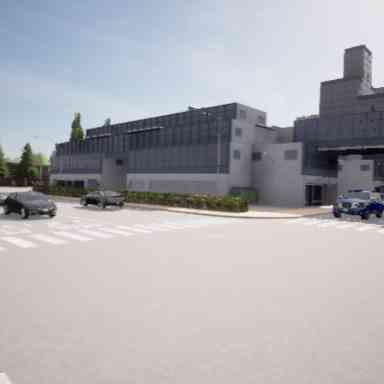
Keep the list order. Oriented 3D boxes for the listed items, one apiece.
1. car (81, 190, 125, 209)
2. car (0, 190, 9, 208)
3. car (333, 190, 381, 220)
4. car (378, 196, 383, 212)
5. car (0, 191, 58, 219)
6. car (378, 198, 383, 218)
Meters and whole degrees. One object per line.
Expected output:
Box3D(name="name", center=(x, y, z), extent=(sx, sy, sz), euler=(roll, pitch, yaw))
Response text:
Box3D(name="car", center=(-7.583, 0.600, 28.061), extent=(4.902, 1.511, 2.128), euler=(3, 2, 44))
Box3D(name="car", center=(-16.486, 0.493, 26.687), extent=(4.181, 1.385, 1.994), euler=(3, 2, 44))
Box3D(name="car", center=(12.497, 0.895, 24.792), extent=(2.150, 2.045, 5.566), euler=(3, 2, 44))
Box3D(name="car", center=(20.144, 1.178, 32.953), extent=(1.812, 1.442, 4.674), euler=(3, 2, 43))
Box3D(name="car", center=(-10.033, 0.743, 20.545), extent=(4.892, 1.490, 1.837), euler=(3, 2, 43))
Box3D(name="car", center=(13.502, 1.277, 20.727), extent=(1.882, 1.535, 5.008), euler=(3, 2, 43))
